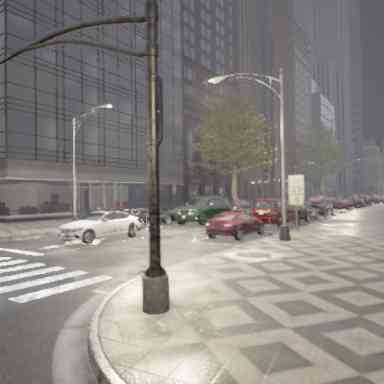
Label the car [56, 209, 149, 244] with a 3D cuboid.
[{"bbox_3d":[-4.583,1.680,17.054,1.812,1.442,4.674,-1,-1,34],"label":"car"}]

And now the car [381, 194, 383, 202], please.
[{"bbox_3d":[37.317,1.560,68.099,1.752,1.417,4.829,-1,-1,34],"label":"car"}]

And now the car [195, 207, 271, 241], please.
[{"bbox_3d":[2.204,1.616,16.763,1.802,1.307,4.206,-1,-1,34],"label":"car"}]

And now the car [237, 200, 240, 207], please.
[{"bbox_3d":[6.635,1.626,33.445,2.128,1.511,4.902,-1,-1,35],"label":"car"}]

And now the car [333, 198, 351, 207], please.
[{"bbox_3d":[24.089,1.637,53.312,1.994,1.385,4.181,-1,-1,34],"label":"car"}]

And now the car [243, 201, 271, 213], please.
[{"bbox_3d":[7.905,1.770,40.196,1.802,1.307,4.206,-1,-1,34],"label":"car"}]

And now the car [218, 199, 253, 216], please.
[{"bbox_3d":[4.719,1.629,35.542,1.967,1.590,4.097,-1,-1,34],"label":"car"}]

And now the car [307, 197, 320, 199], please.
[{"bbox_3d":[11.776,1.573,35.310,1.837,1.490,4.892,-1,-1,34],"label":"car"}]

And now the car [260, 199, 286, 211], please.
[{"bbox_3d":[10.992,1.713,44.710,1.752,1.417,4.829,-1,-1,34],"label":"car"}]

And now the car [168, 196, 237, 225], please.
[{"bbox_3d":[0.960,1.364,25.180,2.150,2.045,5.566,-1,-1,34],"label":"car"}]

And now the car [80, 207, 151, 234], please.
[{"bbox_3d":[-4.830,1.771,21.576,1.947,1.339,4.313,-1,-1,34],"label":"car"}]

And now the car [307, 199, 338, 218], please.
[{"bbox_3d":[11.753,1.584,30.725,1.947,1.339,4.313,-1,-1,34],"label":"car"}]

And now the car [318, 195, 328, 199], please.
[{"bbox_3d":[23.821,1.512,63.473,2.192,1.841,5.009,-1,-1,34],"label":"car"}]

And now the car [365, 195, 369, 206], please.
[{"bbox_3d":[24.487,1.586,49.342,1.947,1.339,4.313,-1,-1,34],"label":"car"}]

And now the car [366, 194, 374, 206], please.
[{"bbox_3d":[27.667,1.339,53.999,2.192,1.841,5.009,-1,-1,34],"label":"car"}]

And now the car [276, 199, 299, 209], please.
[{"bbox_3d":[14.272,1.755,49.506,1.947,1.339,4.313,-1,-1,34],"label":"car"}]

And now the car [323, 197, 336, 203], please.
[{"bbox_3d":[30.192,1.787,72.779,1.802,1.307,4.206,-1,-1,34],"label":"car"}]

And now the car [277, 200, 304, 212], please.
[{"bbox_3d":[12.440,1.732,41.860,1.895,1.301,4.718,-1,-1,34],"label":"car"}]

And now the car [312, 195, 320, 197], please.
[{"bbox_3d":[20.640,1.739,58.816,1.887,1.381,4.507,-1,-1,34],"label":"car"}]

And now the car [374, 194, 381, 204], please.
[{"bbox_3d":[34.035,1.344,63.308,2.192,1.841,5.009,-1,-1,34],"label":"car"}]

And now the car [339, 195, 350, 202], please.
[{"bbox_3d":[39.742,1.683,86.745,1.967,1.590,4.097,-1,-1,34],"label":"car"}]

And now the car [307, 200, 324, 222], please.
[{"bbox_3d":[8.571,1.588,26.072,1.947,1.339,4.313,-1,-1,34],"label":"car"}]

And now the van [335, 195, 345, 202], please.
[{"bbox_3d":[36.556,1.570,82.092,1.690,1.788,3.998,-1,-1,34],"label":"van"}]

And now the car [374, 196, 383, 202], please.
[{"bbox_3d":[43.588,1.640,77.266,1.802,1.307,4.206,-1,-1,34],"label":"car"}]

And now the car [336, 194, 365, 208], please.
[{"bbox_3d":[21.300,1.333,44.691,2.192,1.841,5.009,-1,-1,34],"label":"car"}]

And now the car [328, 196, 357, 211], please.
[{"bbox_3d":[18.120,1.561,40.034,1.887,1.381,4.507,-1,-1,34],"label":"car"}]

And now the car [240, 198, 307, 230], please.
[{"bbox_3d":[5.384,1.342,21.420,2.192,1.841,5.009,-1,-1,34],"label":"car"}]

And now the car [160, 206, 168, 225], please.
[{"bbox_3d":[-1.646,1.764,26.232,1.947,1.339,4.313,-1,-1,34],"label":"car"}]
